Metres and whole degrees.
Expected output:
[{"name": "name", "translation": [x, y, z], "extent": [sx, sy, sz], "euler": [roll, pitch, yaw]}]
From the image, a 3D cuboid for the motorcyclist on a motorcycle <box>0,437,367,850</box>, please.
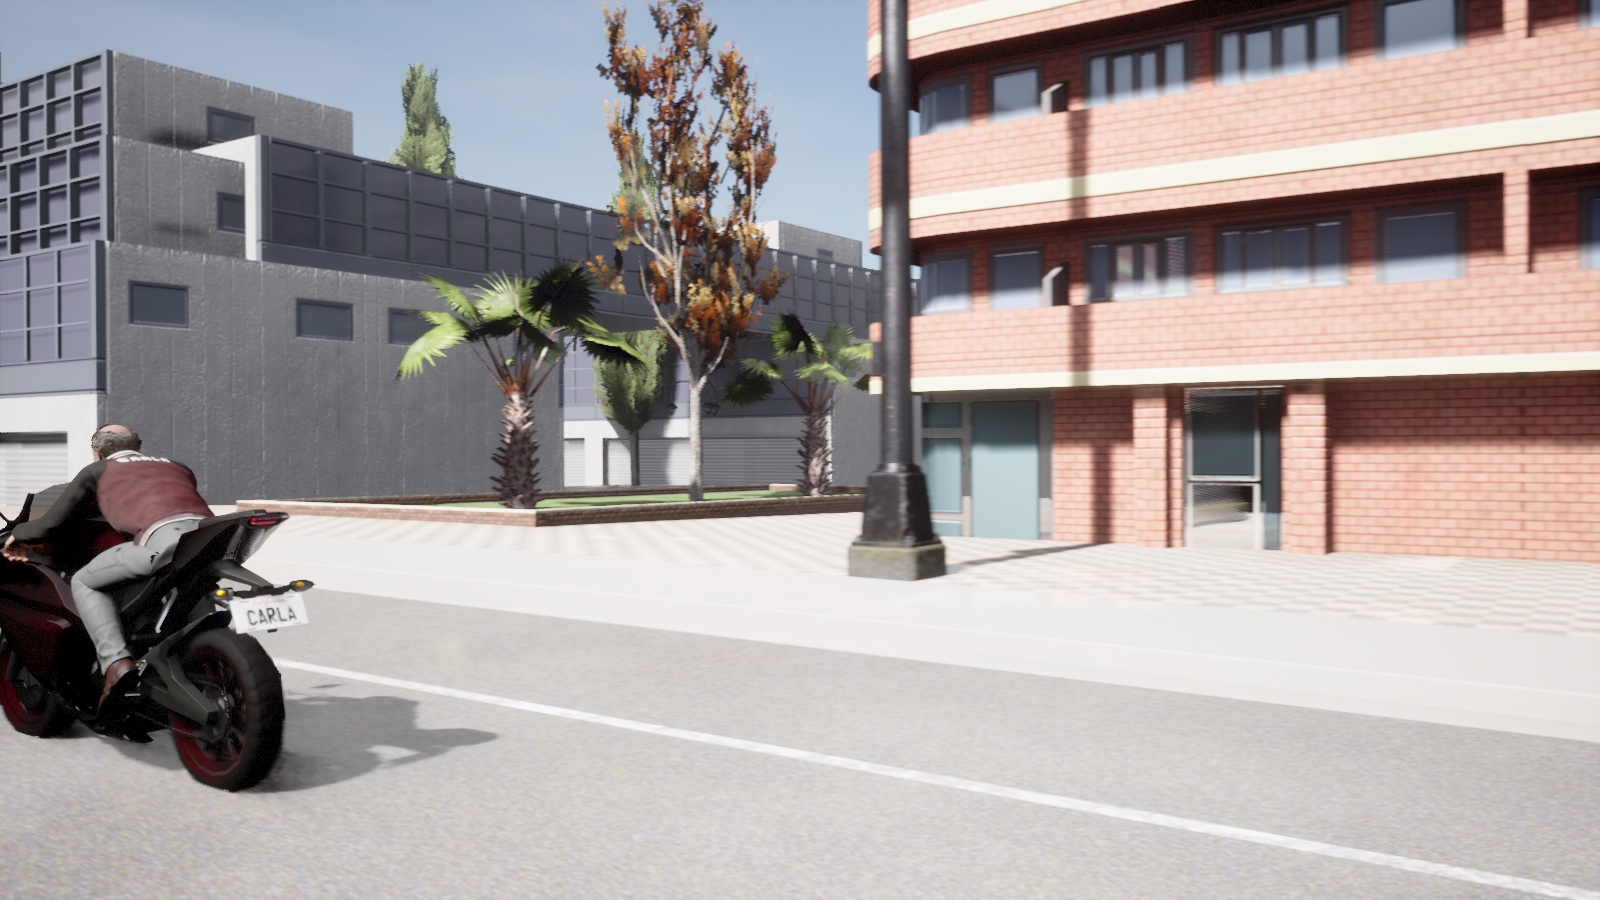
[{"name": "motorcyclist on a motorcycle", "translation": [-3.019, 0.718, 5.630], "extent": [2.191, 1.530, 0.866], "euler": [0, 1, 34]}]
